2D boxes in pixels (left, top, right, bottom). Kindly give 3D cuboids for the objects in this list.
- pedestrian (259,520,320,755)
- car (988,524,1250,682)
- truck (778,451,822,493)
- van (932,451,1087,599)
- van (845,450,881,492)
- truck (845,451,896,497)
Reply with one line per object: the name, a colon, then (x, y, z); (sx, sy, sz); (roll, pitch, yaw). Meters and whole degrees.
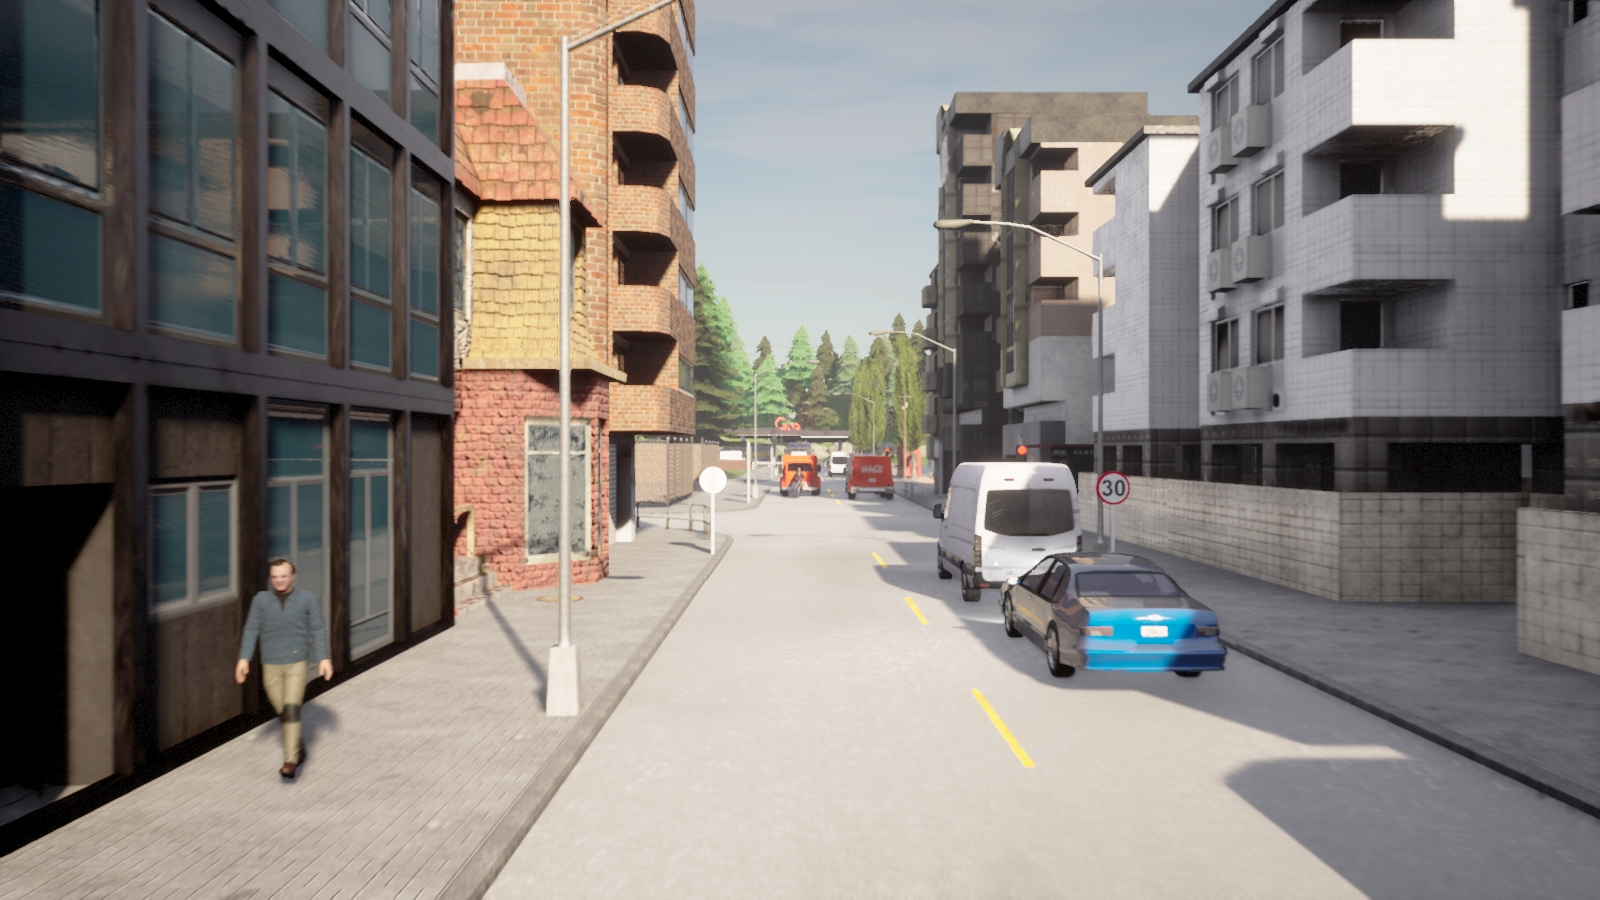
pedestrian: (-4.197, 1.519, 9.405); (0.375, 1.860, 0.375); (0, 0, -11)
car: (4.001, 1.877, 15.423); (2.033, 1.411, 5.357); (0, 0, 0)
truck: (0.004, 1.313, 70.124); (2.627, 2.467, 5.204); (0, 0, 0)
van: (3.988, 1.302, 22.826); (1.988, 2.561, 5.915); (0, 0, 0)
van: (3.937, 1.278, 72.510); (1.988, 2.561, 5.915); (0, 0, 0)
truck: (3.957, 1.316, 65.191); (2.627, 2.467, 5.204); (0, 0, 0)
